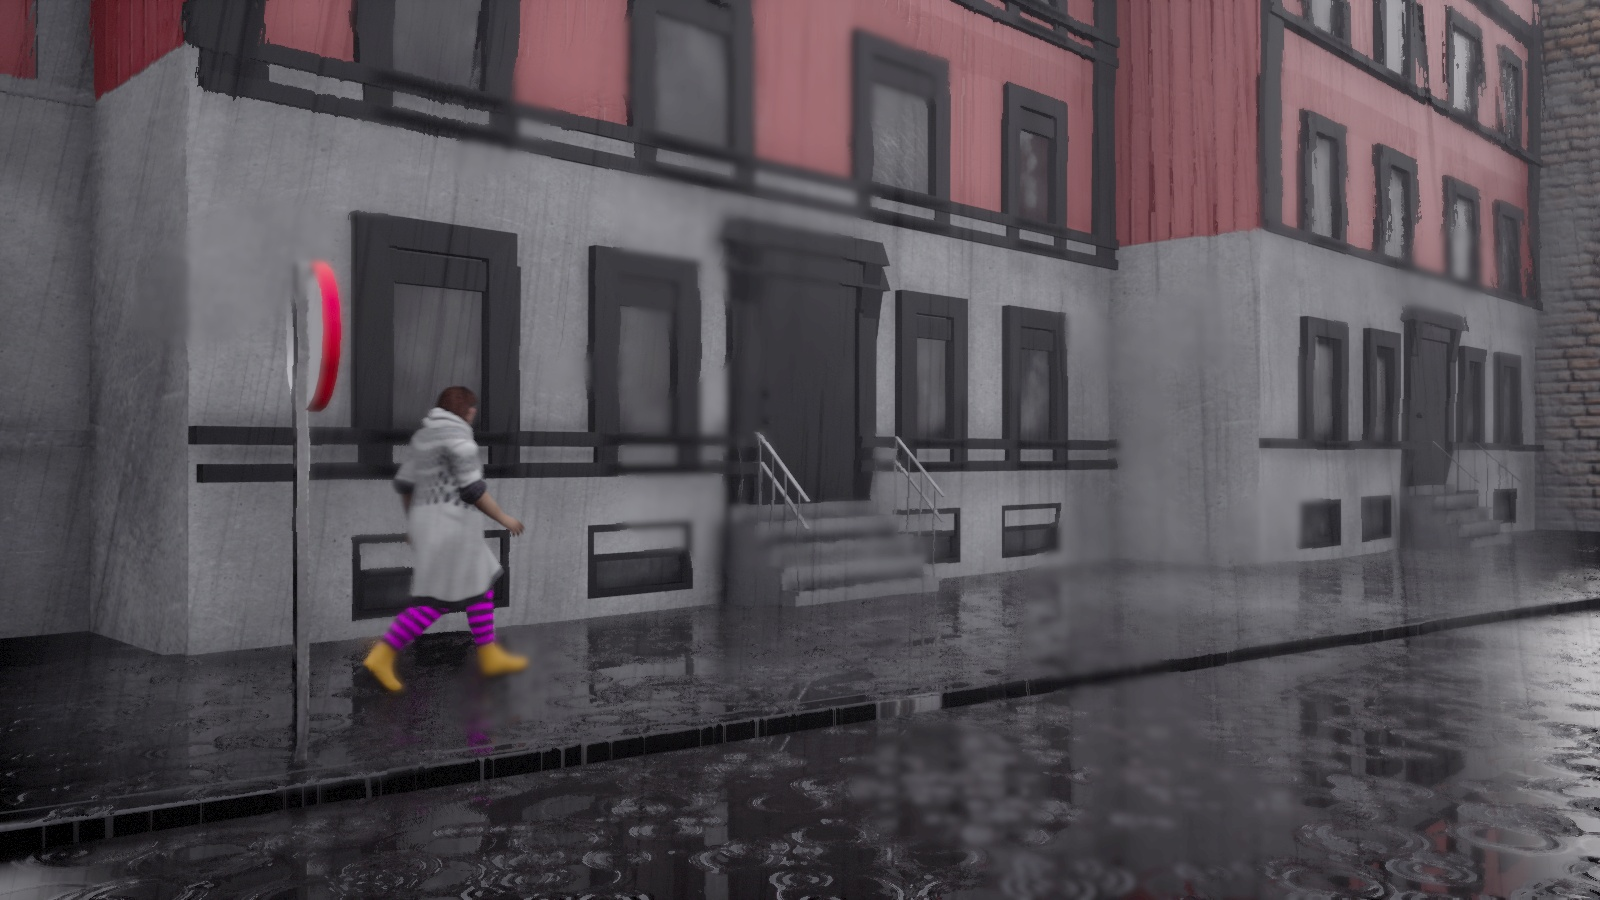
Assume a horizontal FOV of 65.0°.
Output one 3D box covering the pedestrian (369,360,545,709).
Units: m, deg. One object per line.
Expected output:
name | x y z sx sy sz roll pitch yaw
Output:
pedestrian | -2.061 0.474 7.525 0.873 1.952 0.659 0 0 -30
